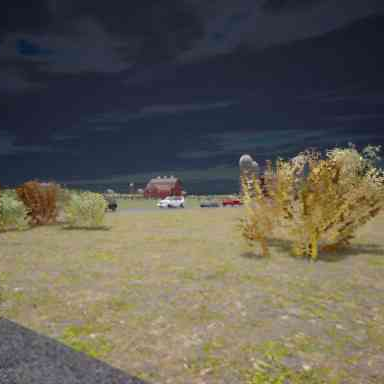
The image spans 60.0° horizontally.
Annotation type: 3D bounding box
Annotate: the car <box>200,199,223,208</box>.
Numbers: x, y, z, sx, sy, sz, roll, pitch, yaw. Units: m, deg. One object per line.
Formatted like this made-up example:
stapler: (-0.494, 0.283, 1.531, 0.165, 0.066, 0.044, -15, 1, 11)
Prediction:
car: (3.269, 2.155, 60.134, 1.994, 1.385, 4.181, -1, -1, 36)

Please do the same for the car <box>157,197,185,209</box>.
car: (-3.476, 1.807, 56.964, 2.150, 2.045, 5.566, -1, -2, 38)

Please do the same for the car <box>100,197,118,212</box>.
car: (-12.531, 1.638, 44.499, 2.150, 2.045, 5.566, -1, -1, 36)

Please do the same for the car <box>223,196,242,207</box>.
car: (8.062, 1.904, 66.837, 2.150, 2.045, 5.566, -1, -1, 36)
